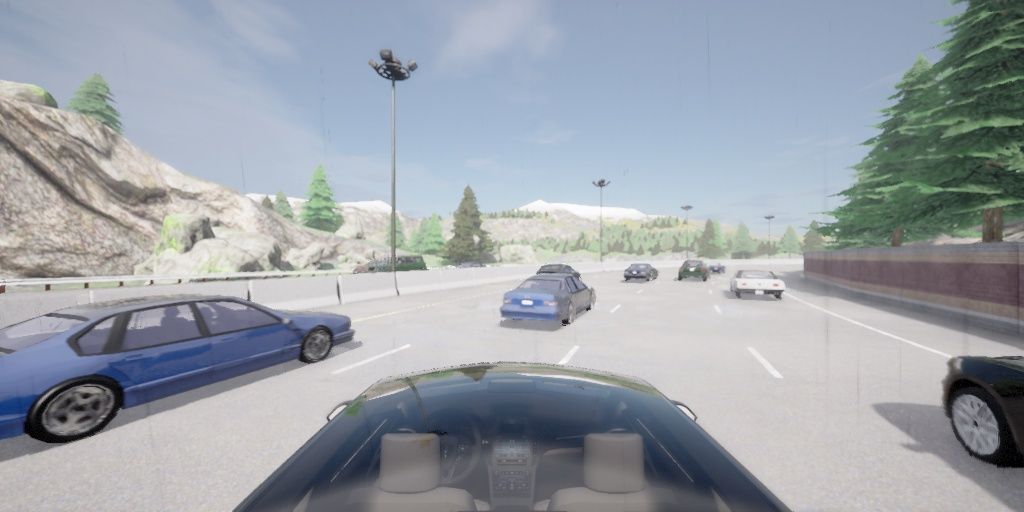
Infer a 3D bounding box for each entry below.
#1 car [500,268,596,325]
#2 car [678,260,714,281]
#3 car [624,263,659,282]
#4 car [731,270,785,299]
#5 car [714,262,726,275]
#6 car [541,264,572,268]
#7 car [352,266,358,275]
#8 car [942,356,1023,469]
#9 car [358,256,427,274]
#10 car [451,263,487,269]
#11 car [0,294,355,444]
[{"bbox_3d":[1.426,1.301,11.948,2.033,1.411,5.357,0,0,24],"label":"car"},{"bbox_3d":[15.358,1.111,30.074,2.097,1.767,4.553,0,0,33],"label":"car"},{"bbox_3d":[10.616,1.306,29.277,2.033,1.411,5.357,0,0,32],"label":"car"},{"bbox_3d":[12.323,1.356,18.273,1.895,1.301,4.718,0,0,28],"label":"car"},{"bbox_3d":[22.476,1.363,39.927,1.895,1.301,4.718,0,0,38],"label":"car"},{"bbox_3d":[3.050,1.259,23.105,1.837,1.490,4.892,0,-1,28],"label":"car"},{"bbox_3d":[-12.045,1.113,32.347,2.097,1.767,4.553,0,0,29],"label":"car"},{"bbox_3d":[4.842,1.227,1.681,1.882,1.535,5.008,0,0,20],"label":"car"},{"bbox_3d":[-9.513,0.982,29.751,2.150,2.045,5.566,0,0,28],"label":"car"},{"bbox_3d":[-3.921,1.308,32.624,2.033,1.411,5.357,0,0,30],"label":"car"},{"bbox_3d":[-5.022,1.299,5.423,2.033,1.411,5.357,0,0,21],"label":"car"}]
